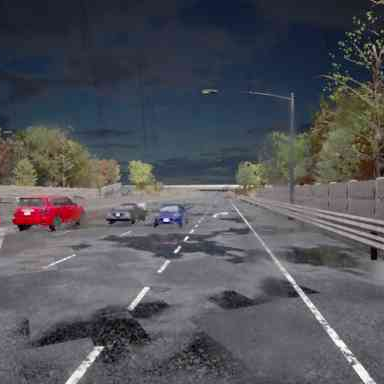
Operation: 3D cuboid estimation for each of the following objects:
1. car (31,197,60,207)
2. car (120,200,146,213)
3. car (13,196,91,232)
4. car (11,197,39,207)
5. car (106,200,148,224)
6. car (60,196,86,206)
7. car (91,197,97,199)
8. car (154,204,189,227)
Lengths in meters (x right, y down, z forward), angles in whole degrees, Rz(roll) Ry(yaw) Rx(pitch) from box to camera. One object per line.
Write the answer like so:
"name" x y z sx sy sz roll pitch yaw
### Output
"car" -23.235 1.509 52.934 2.128 1.511 4.902 0 0 6
"car" -6.804 1.606 38.850 1.895 1.301 4.718 0 0 5
"car" -8.549 1.224 20.469 2.150 2.045 5.566 0 0 5
"car" -26.704 1.543 53.386 1.812 1.442 4.674 0 0 6
"car" -4.644 1.549 24.476 2.033 1.411 5.357 0 0 6
"car" -19.532 1.512 54.921 2.128 1.511 4.902 0 0 6
"car" -16.196 1.566 53.125 2.033 1.411 5.357 0 0 5
"car" -1.324 1.526 22.445 1.812 1.442 4.674 0 0 6
